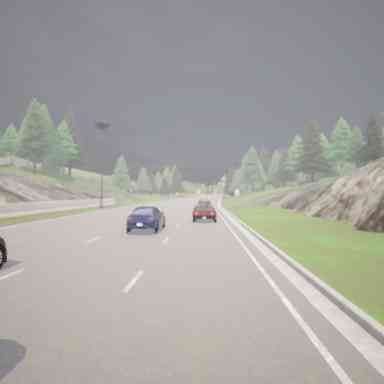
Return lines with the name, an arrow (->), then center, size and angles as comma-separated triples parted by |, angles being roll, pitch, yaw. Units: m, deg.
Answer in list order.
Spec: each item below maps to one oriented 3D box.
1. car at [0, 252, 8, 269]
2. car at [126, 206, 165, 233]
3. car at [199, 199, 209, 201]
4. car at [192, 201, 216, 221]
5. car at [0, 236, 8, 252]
car -> -3.229, 1.526, 1.996 | 1.812, 1.442, 4.674 | 0, 0, 0
car -> -2.734, 1.594, 20.130 | 1.812, 1.442, 4.674 | 0, 0, 2
car -> 1.599, 1.657, 43.924 | 2.128, 1.511, 4.902 | 0, 0, 2
car -> 1.032, 1.706, 27.808 | 1.895, 1.301, 4.718 | 0, 0, 2
car -> -6.593, 1.367, 8.114 | 2.097, 1.767, 4.553 | 0, 0, 1
